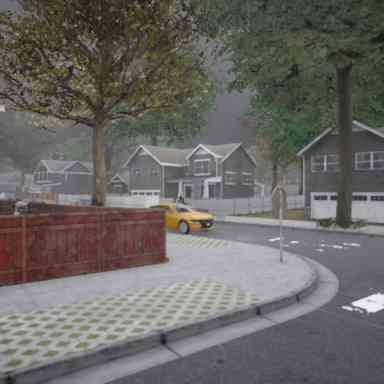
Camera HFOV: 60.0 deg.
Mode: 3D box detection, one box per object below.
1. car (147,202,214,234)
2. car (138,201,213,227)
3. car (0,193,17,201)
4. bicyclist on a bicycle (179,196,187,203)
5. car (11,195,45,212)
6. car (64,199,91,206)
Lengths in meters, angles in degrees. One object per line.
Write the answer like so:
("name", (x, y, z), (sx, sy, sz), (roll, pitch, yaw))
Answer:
("car", (-1.000, 1.357, 18.561), (5.008, 1.535, 1.882), (1, 0, 43))
("car", (-1.260, 1.398, 22.897), (5.357, 1.411, 2.033), (1, 1, 42))
("car", (-24.940, 0.882, 44.898), (4.553, 1.767, 2.097), (1, 1, 43))
("bicyclist on a bicycle", (-0.812, 1.131, 26.396), (0.582, 1.620, 1.656), (1, 1, 43))
("car", (-15.292, 1.271, 31.892), (4.181, 1.385, 1.994), (1, 1, 43))
("car", (-8.001, 1.293, 25.088), (4.902, 1.511, 2.128), (1, 1, 43))
